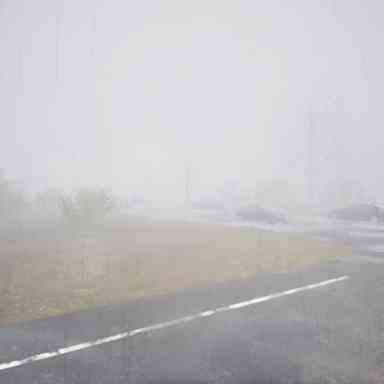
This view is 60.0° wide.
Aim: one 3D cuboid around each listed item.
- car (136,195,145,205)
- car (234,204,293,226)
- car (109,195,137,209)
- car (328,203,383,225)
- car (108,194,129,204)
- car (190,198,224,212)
[{"bbox_3d":[-9.629,1.273,55.355,2.097,1.767,4.553,0,0,-37],"label":"car"},{"bbox_3d":[5.074,1.587,24.313,1.812,1.442,4.674,0,0,-37],"label":"car"},{"bbox_3d":[-9.398,1.467,43.449,1.812,1.442,4.674,0,0,-37],"label":"car"},{"bbox_3d":[12.985,1.596,25.450,1.882,1.535,5.008,0,0,-37],"label":"car"},{"bbox_3d":[-13.317,1.238,60.232,2.097,1.767,4.553,0,0,-37],"label":"car"},{"bbox_3d":[1.711,1.498,40.362,1.882,1.535,5.008,0,0,-37],"label":"car"}]
